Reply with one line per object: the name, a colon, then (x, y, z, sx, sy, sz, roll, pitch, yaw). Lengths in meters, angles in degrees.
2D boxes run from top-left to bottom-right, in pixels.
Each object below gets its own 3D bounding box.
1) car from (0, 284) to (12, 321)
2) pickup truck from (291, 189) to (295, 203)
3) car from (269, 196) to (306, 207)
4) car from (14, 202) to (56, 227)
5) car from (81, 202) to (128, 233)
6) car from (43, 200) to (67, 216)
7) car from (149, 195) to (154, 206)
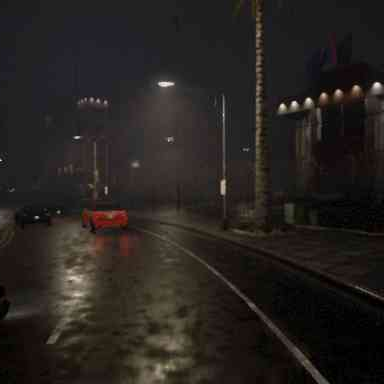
car: (-3.666, 1.568, 2.955, 2.033, 1.411, 5.357, 0, 0, -5)
pickup truck: (11.917, 1.016, 30.876, 6.274, 2.098, 2.390, 0, 0, -43)
car: (13.388, 1.335, 46.969, 2.002, 1.452, 4.674, 0, 0, -43)
car: (-11.210, 1.625, 23.361, 1.994, 1.385, 4.181, 0, 0, -33)
car: (-5.404, 1.379, 20.234, 2.097, 1.767, 4.553, 0, 0, -26)
car: (-13.610, 1.579, 31.937, 1.837, 1.490, 4.892, 0, 0, -40)
car: (-6.351, 1.283, 51.602, 2.185, 1.767, 4.553, 0, 0, -43)
